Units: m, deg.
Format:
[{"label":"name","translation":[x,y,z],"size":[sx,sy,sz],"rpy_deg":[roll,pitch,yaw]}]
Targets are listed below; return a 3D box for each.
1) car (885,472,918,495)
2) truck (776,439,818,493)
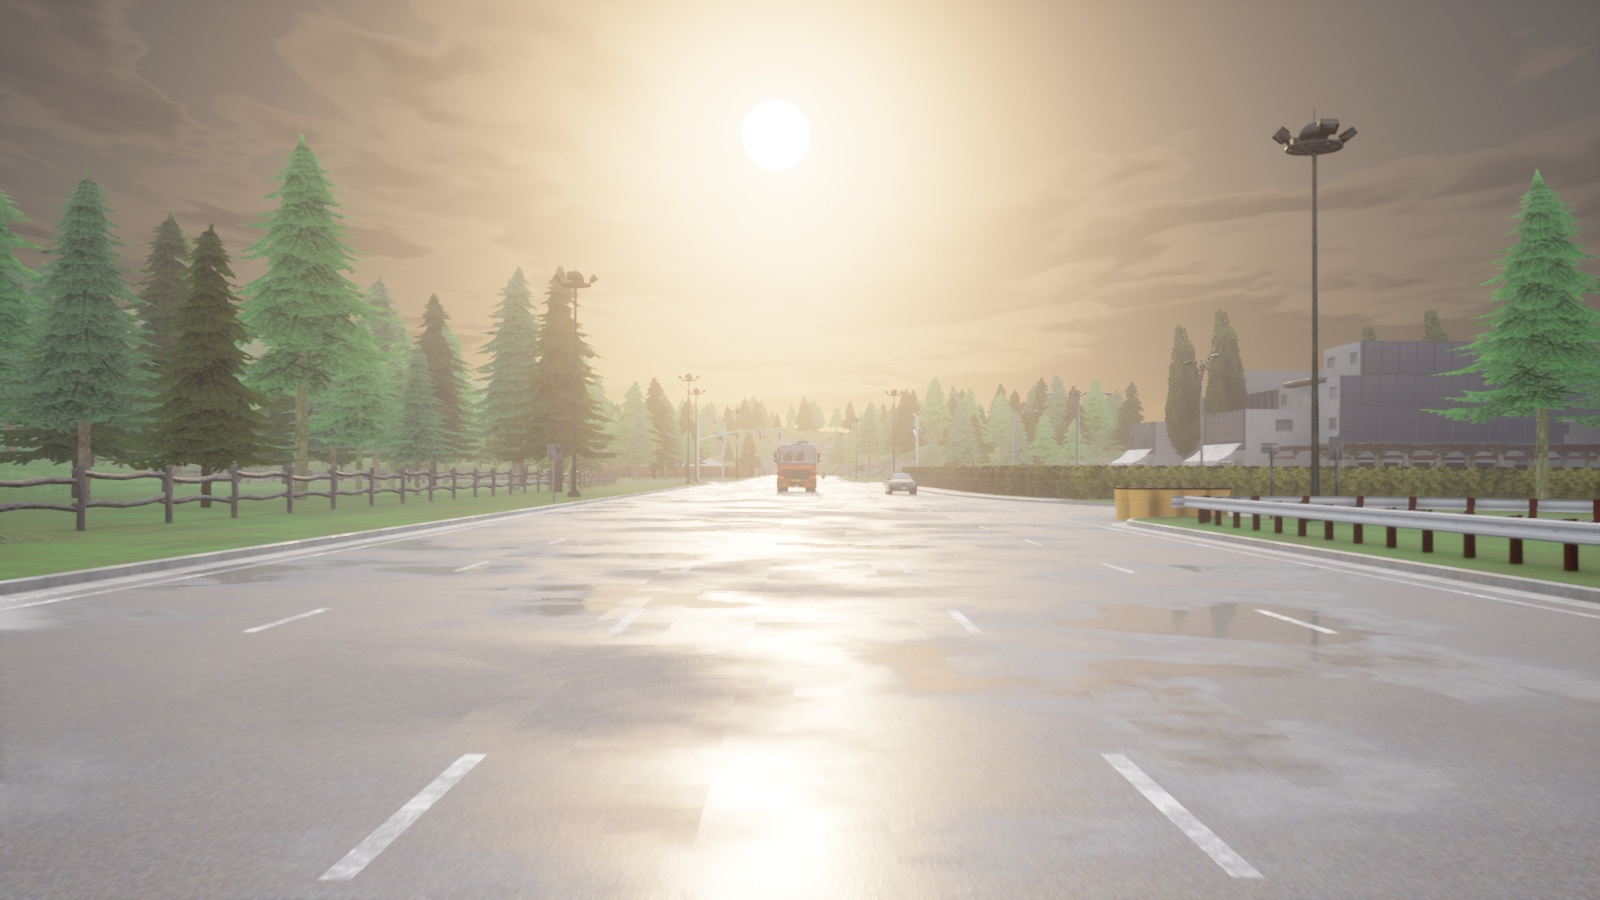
[{"label":"car","translation":[6.809,2.225,84.369],"size":[1.812,1.442,4.674],"rpy_deg":[0,-1,0]},{"label":"truck","translation":[-0.221,1.204,92.811],"size":[2.891,3.827,8.468],"rpy_deg":[0,-1,0]}]
